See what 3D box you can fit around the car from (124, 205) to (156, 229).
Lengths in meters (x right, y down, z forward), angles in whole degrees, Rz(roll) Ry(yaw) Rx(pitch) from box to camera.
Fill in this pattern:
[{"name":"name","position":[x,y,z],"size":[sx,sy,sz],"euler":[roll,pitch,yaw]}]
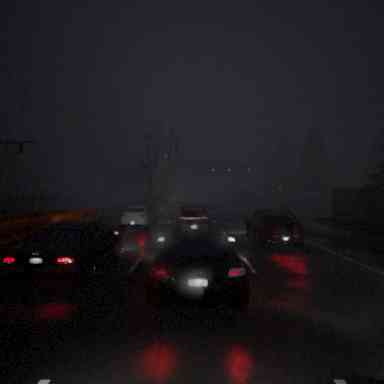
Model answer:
[{"name":"car","position":[-3.393,1.525,21.316],"size":[1.812,1.442,4.674],"euler":[0,0,0]}]

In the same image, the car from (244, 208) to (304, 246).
[{"name":"car","position":[3.603,1.506,15.177],"size":[1.837,1.490,4.892],"euler":[0,0,0]}]

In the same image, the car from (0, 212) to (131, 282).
[{"name":"car","position":[-3.397,1.547,9.767],"size":[2.033,1.411,5.357],"euler":[0,0,0]}]

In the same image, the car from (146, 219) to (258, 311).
[{"name":"car","position":[0.103,1.564,7.855],"size":[1.994,1.385,4.181],"euler":[0,0,0]}]

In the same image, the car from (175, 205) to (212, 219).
[{"name":"car","position":[0.106,1.492,18.690],"size":[2.128,1.511,4.902],"euler":[0,0,0]}]
